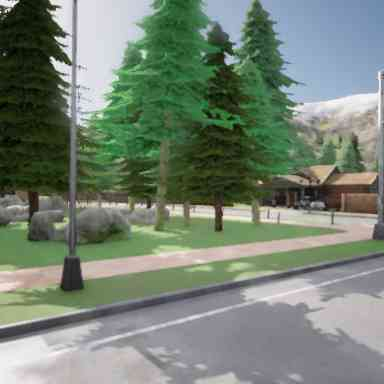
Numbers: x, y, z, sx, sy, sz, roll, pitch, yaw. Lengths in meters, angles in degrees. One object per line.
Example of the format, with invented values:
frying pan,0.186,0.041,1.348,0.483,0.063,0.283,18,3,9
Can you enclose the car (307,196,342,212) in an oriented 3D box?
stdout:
car,17.214,1.524,42.566,4.605,1.855,1.932,1,0,-37

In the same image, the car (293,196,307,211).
car,15.396,1.522,44.346,3.866,1.878,1.905,1,0,-37
